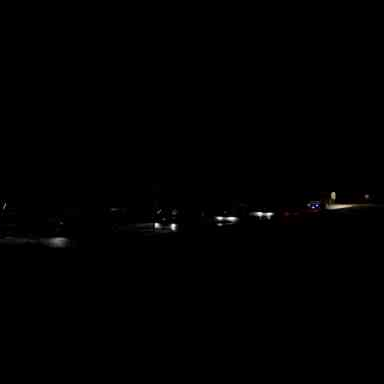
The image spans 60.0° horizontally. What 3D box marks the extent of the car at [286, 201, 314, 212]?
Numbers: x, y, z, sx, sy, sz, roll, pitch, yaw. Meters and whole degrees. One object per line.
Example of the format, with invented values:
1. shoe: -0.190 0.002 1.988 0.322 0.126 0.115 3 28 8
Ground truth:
1. car: 14.239 1.914 44.778 2.128 1.511 4.902 -1 -1 35

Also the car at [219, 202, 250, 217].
1. car: 4.759 1.865 36.208 1.812 1.442 4.674 -1 -1 35

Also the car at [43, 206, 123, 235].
1. car: -6.437 1.634 20.108 1.882 1.535 5.008 -1 -1 35

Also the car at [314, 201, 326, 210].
1. car: 19.929 2.112 53.047 1.895 1.301 4.718 -1 -1 35

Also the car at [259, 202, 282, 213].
1. car: 10.525 1.994 44.440 1.994 1.385 4.181 -1 -1 35

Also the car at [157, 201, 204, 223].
1. car: -0.923 1.599 28.044 2.097 1.767 4.553 -1 -1 35
